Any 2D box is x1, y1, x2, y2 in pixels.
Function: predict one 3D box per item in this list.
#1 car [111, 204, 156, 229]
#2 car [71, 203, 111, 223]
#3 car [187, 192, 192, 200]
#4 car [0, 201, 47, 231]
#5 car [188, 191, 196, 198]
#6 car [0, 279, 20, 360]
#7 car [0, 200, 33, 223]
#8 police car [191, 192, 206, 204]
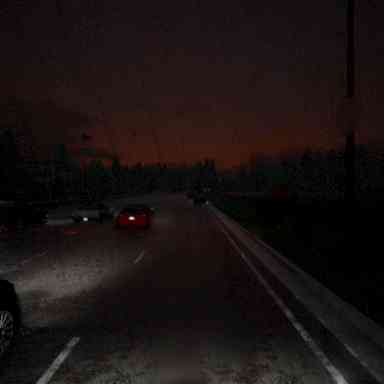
[{"bbox_3d":[-3.396,1.439,20.755,1.994,1.385,4.181,0,0,0],"label":"car"},{"bbox_3d":[-6.896,1.458,23.749,1.895,1.301,4.718,0,0,0],"label":"car"},{"bbox_3d":[0.012,0.895,74.211,1.837,1.490,4.892,0,0,0],"label":"car"},{"bbox_3d":[-10.396,1.359,19.674,1.882,1.535,5.008,0,0,0],"label":"car"},{"bbox_3d":[0.015,0.660,89.180,2.097,1.767,4.553,0,0,0],"label":"car"},{"bbox_3d":[-3.399,1.474,2.879,2.128,1.511,4.902,0,0,0],"label":"car"},{"bbox_3d":[-13.909,1.376,24.858,1.812,1.442,4.674,0,0,0],"label":"car"},{"bbox_3d":[1.234,1.102,53.890,1.930,1.638,5.238,0,0,0],"label":"police car"}]
